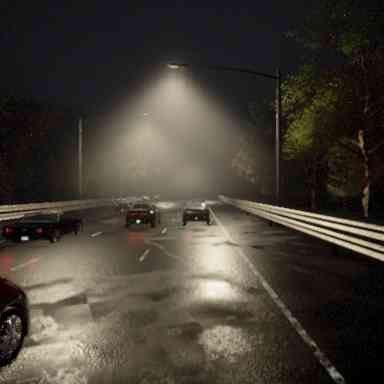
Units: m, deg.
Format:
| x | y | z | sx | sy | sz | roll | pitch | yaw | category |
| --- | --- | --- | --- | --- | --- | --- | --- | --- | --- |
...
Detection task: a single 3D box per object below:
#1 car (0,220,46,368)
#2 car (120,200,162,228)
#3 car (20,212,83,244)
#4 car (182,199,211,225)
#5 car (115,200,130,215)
| x | y | z | sx | sy | sz | roll | pitch | yaw | category |
| --- | --- | --- | --- | --- | --- | --- | --- | --- | --- |
| -3.383 | 1.353 | 2.921 | 2.097 | 1.767 | 4.553 | 0 | 0 | 0 | car |
| -3.208 | 1.514 | 22.467 | 1.837 | 1.490 | 4.892 | 0 | 0 | 1 | car |
| -6.799 | 1.609 | 15.821 | 1.895 | 1.301 | 4.718 | 0 | 0 | 0 | car |
| 0.315 | 1.501 | 23.860 | 2.128 | 1.511 | 4.902 | 0 | 0 | 1 | car |
| -6.511 | 1.504 | 33.908 | 2.128 | 1.511 | 4.902 | 0 | 0 | 1 | car |
